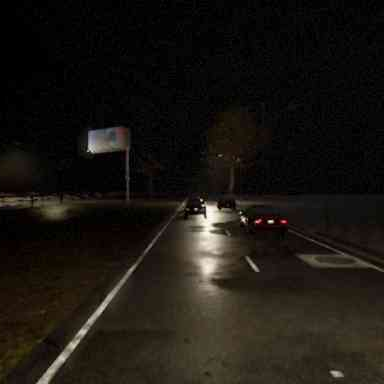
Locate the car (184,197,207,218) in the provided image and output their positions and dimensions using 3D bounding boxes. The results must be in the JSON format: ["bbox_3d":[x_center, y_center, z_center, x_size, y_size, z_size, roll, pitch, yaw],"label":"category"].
[{"bbox_3d":[0.306,1.356,28.025,2.033,1.411,5.357,0,0,0],"label":"car"}]

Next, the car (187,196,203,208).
[{"bbox_3d":[0.406,1.270,42.507,1.994,1.385,4.181,0,1,1],"label":"car"}]

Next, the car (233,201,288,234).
[{"bbox_3d":[3.730,1.428,18.159,2.033,1.411,5.357,0,0,0],"label":"car"}]

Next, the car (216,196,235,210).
[{"bbox_3d":[3.882,1.222,38.083,1.882,1.535,5.008,0,0,0],"label":"car"}]
